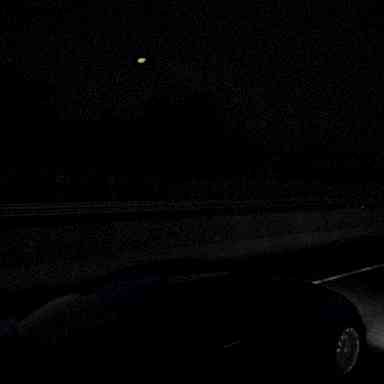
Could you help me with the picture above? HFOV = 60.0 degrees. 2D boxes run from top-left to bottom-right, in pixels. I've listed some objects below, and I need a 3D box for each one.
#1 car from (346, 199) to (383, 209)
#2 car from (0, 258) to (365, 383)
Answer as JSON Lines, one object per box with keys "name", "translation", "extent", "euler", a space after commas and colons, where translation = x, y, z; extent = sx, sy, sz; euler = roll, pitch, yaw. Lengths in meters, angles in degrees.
{"name": "car", "translation": [17.623, 1.434, 33.744], "extent": [5.008, 1.535, 1.882], "euler": [0, 0, -35]}
{"name": "car", "translation": [0.077, 1.521, 3.801], "extent": [4.674, 1.442, 1.812], "euler": [0, 0, -35]}
